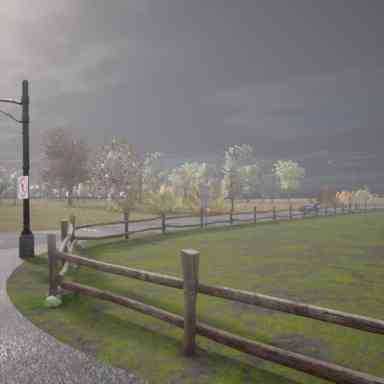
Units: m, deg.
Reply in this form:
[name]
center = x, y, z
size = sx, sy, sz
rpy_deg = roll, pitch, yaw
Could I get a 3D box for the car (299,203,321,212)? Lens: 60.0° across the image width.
[car]
center = 18.823, 2.449, 53.022
size = 2.033, 1.411, 5.357
rpy_deg = -1, -2, 40
